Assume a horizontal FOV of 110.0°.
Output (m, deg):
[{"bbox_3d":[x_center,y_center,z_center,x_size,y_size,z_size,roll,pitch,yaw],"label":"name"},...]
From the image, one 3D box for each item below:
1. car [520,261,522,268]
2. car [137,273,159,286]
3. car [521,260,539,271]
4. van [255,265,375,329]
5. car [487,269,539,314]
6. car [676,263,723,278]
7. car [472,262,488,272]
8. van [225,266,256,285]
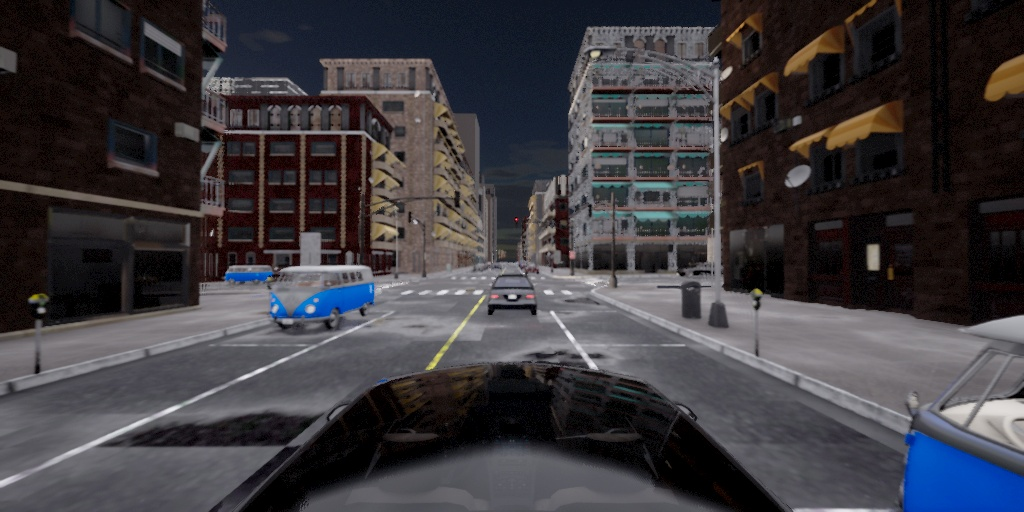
[{"bbox_3d":[2.698,1.862,54.795,2.007,1.370,4.403,0,0,0],"label":"car"},{"bbox_3d":[-36.817,2.210,34.392,4.829,1.417,1.751,0,0,0],"label":"car"},{"bbox_3d":[2.697,1.692,49.262,1.967,1.591,4.097,0,0,0],"label":"car"},{"bbox_3d":[-5.802,1.192,11.370,1.690,1.789,3.998,0,0,0],"label":"van"},{"bbox_3d":[0.016,1.430,14.388,2.033,1.411,5.357,0,-1,0],"label":"car"},{"bbox_3d":[18.274,1.359,34.824,4.313,1.339,1.948,0,0,0],"label":"car"},{"bbox_3d":[-5.683,1.922,60.332,2.007,1.370,4.403,0,0,0],"label":"car"},{"bbox_3d":[-25.363,1.843,34.618,3.998,1.789,1.690,0,0,0],"label":"van"}]
